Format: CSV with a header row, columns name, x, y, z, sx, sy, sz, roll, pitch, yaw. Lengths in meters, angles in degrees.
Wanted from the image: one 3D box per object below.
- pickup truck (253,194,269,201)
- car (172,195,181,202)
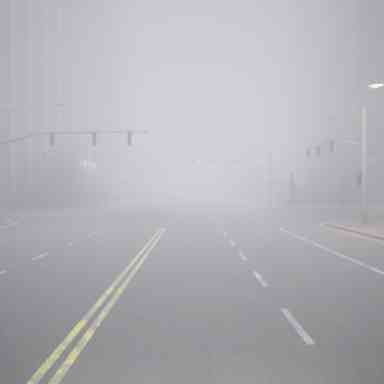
name,x,y,z,sx,sy,sz,roll,pitch,yaw
pickup truck,16.660,0.931,78.929,2.390,2.098,6.274,0,0,31
car,-3.463,1.419,75.160,2.033,1.411,5.357,0,0,0
